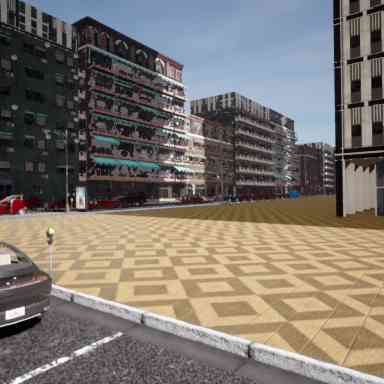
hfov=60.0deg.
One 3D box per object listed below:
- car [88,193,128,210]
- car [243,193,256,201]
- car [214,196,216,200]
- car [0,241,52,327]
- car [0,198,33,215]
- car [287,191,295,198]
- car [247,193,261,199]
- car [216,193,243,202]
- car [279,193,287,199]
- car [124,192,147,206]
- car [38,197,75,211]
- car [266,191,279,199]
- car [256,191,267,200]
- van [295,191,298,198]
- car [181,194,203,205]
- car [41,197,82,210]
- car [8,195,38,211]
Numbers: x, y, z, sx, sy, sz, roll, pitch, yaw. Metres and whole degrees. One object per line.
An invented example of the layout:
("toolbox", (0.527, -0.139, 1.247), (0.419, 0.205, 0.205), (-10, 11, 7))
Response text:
("car", (-9.580, 1.186, 36.894), (1.967, 1.590, 4.097), (-1, 0, 36))
("car", (9.933, 1.048, 63.711), (1.887, 1.381, 4.507), (-1, 0, 36))
("car", (6.409, 1.028, 73.111), (1.967, 1.590, 4.097), (-1, 0, 36))
("car", (-4.372, 1.553, 6.184), (4.403, 1.369, 2.008), (0, -1, 36))
("car", (-16.084, 1.413, 27.954), (1.802, 1.307, 4.206), (-1, 0, 36))
("car", (22.942, 0.932, 81.589), (1.802, 1.307, 4.206), (-1, 0, 36))
("car", (16.167, 1.040, 86.520), (1.947, 1.339, 4.313), (-1, 0, 36))
("car", (6.681, 1.093, 59.241), (2.008, 1.369, 4.403), (-1, 0, 36))
("car", (19.690, 0.938, 77.119), (2.008, 1.369, 4.403), (-1, 0, 36))
("car", (-8.937, 0.985, 47.628), (2.150, 2.045, 5.566), (-1, 0, 36))
("car", (-15.083, 1.368, 39.183), (1.812, 1.442, 4.674), (-1, 0, 36))
("car", (16.435, 0.740, 72.650), (2.192, 1.841, 5.009), (-1, 0, 36))
("car", (13.186, 1.046, 68.180), (1.802, 1.307, 4.206), (-1, 0, 36))
("van", (26.192, 0.654, 86.059), (1.690, 1.788, 3.998), (-1, 0, 36))
("car", (0.176, 1.062, 50.302), (1.967, 1.590, 4.097), (-1, 0, 36))
("car", (-16.354, 1.415, 41.826), (1.887, 1.381, 4.507), (-1, 0, 36))
("car", (-19.609, 1.228, 37.356), (2.192, 1.841, 5.009), (-1, 0, 36))
